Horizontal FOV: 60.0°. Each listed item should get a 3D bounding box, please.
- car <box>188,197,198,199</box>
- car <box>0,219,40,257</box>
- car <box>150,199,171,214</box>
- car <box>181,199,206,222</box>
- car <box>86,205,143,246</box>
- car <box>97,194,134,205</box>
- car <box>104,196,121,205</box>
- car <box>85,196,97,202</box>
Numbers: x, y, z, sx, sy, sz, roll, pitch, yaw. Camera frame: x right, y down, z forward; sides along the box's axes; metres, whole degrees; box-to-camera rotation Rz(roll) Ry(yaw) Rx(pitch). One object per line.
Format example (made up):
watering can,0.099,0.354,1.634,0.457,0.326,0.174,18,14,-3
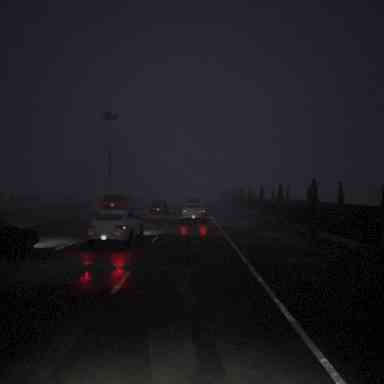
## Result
car,0.094,1.479,42.846,1.837,1.490,4.892,0,0,0
car,-6.902,1.541,10.658,2.033,1.411,5.357,0,0,0
car,-3.406,1.483,35.715,1.837,1.490,4.892,0,0,0
car,0.098,1.510,25.680,1.812,1.442,4.674,0,0,0
car,-3.402,1.516,15.129,1.812,1.442,4.674,0,0,0
car,-6.905,1.202,31.561,2.150,2.045,5.566,0,0,0
car,-14.013,1.443,58.851,1.882,1.535,5.008,0,0,0
car,-17.508,1.484,59.340,1.882,1.535,5.008,0,0,0
